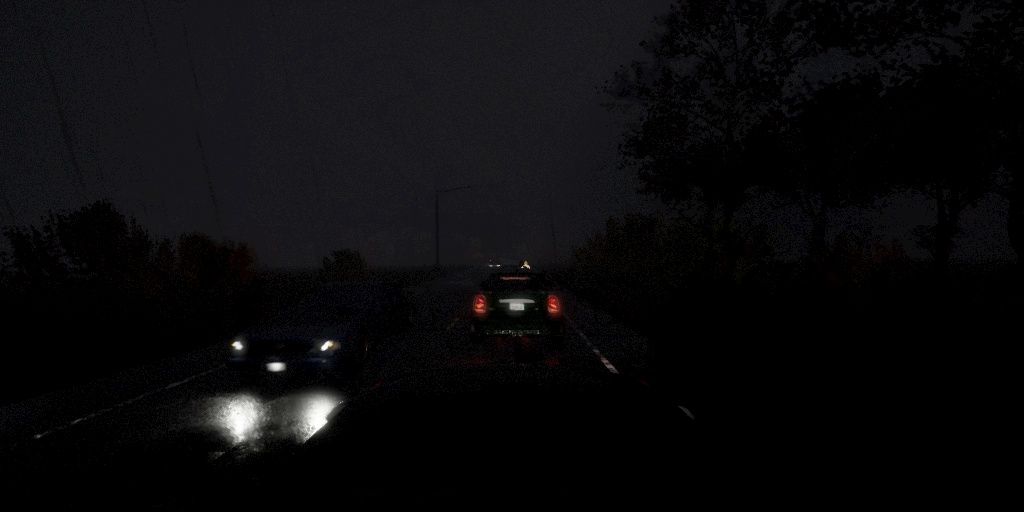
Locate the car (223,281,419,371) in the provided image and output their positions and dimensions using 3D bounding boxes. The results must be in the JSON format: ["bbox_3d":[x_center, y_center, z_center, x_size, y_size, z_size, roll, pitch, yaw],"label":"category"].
[{"bbox_3d":[-3.580,1.295,8.105,2.033,1.411,5.357,0,0,0],"label":"car"}]

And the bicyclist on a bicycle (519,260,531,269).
[{"bbox_3d":[0.982,1.177,25.574,0.866,1.612,1.509,0,0,1],"label":"bicyclist on a bicycle"}]

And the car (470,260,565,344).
[{"bbox_3d":[0.115,1.099,9.751,2.097,1.767,4.553,0,0,0],"label":"car"}]
